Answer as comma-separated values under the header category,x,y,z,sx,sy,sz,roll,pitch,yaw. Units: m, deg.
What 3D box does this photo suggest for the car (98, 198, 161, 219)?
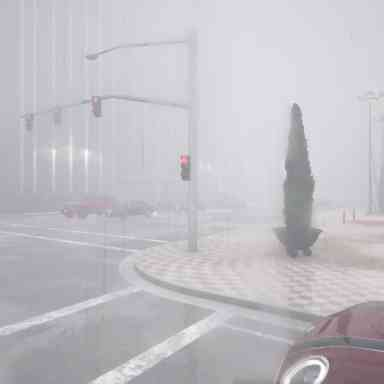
category,x,y,z,sx,sy,sz,roll,pitch,yaw
car,-5.349,1.492,28.958,2.128,1.511,4.902,0,0,35

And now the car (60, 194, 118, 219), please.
category,x,y,z,sx,sy,sz,roll,pitch,yaw
car,-8.944,1.221,29.907,2.150,2.045,5.566,0,0,35

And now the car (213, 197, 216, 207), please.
category,x,y,z,sx,sy,sz,roll,pitch,yaw
car,2.587,1.478,46.448,1.882,1.535,5.008,0,0,35

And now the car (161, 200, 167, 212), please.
category,x,y,z,sx,sy,sz,roll,pitch,yaw
car,-3.241,1.564,38.095,1.994,1.385,4.181,0,0,35

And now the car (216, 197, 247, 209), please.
category,x,y,z,sx,sy,sz,roll,pitch,yaw
car,5.671,1.492,44.749,2.128,1.511,4.902,0,0,35

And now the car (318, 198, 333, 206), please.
category,x,y,z,sx,sy,sz,roll,pitch,yaw
car,22.573,1.601,56.451,1.895,1.301,4.718,0,0,34

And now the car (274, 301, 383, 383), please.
category,x,y,z,sx,sy,sz,roll,pitch,yaw
car,2.793,1.352,1.978,4.553,1.767,2.097,0,0,36

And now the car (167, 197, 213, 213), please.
category,x,y,z,sx,sy,sz,roll,pitch,yaw
car,-0.139,1.492,36.431,2.128,1.511,4.902,0,0,35
